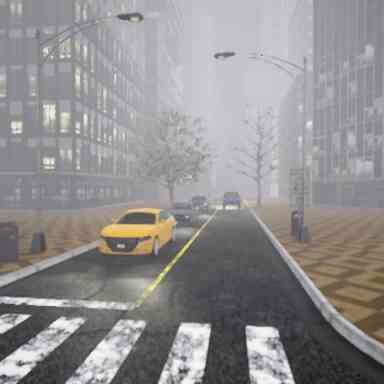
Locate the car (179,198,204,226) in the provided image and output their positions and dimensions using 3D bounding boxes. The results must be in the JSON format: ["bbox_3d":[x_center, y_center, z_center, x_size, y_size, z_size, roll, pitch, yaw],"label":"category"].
[{"bbox_3d":[-0.606,1.380,22.532,2.033,1.411,5.357,0,0,7],"label":"car"}]

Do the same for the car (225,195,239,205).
[{"bbox_3d":[6.212,1.203,51.088,2.033,1.411,5.357,0,0,7],"label":"car"}]

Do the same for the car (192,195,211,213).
[{"bbox_3d":[0.721,1.116,32.708,2.097,1.767,4.553,0,0,7],"label":"car"}]

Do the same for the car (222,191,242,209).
[{"bbox_3d":[4.880,0.940,40.786,2.150,2.045,5.566,0,0,7],"label":"car"}]

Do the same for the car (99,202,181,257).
[{"bbox_3d":[-1.873,1.379,12.730,1.882,1.535,5.008,0,0,7],"label":"car"}]
